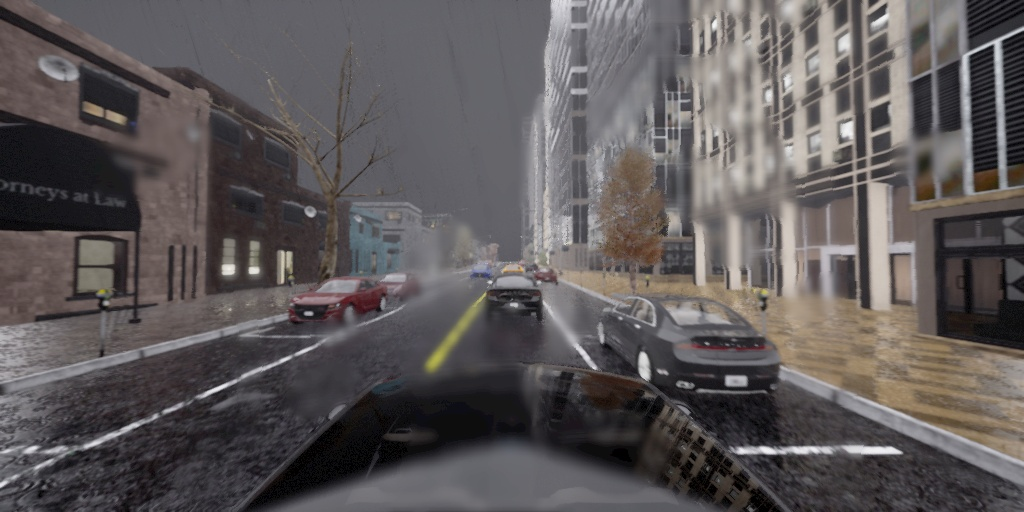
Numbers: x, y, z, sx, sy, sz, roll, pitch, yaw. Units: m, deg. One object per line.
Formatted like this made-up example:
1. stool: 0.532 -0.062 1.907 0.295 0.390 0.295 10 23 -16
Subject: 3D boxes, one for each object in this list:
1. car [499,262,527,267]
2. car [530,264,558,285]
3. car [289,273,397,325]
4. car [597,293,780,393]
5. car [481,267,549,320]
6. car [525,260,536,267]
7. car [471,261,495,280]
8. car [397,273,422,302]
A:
1. car: 0.122 1.540 31.988 1.882 1.535 5.008 0 -1 0
2. car: 2.714 1.579 29.237 1.888 1.381 4.507 0 0 0
3. car: -5.749 1.404 12.371 1.888 1.381 4.507 0 0 0
4. car: 2.798 1.352 6.663 2.007 1.370 4.403 0 0 0
5. car: 0.099 1.347 13.325 1.882 1.535 5.008 0 0 0
6. car: 3.047 1.809 55.197 1.837 1.490 4.892 0 -1 0
7. car: -3.066 1.587 36.598 1.882 1.535 5.008 0 -1 0
8. car: -5.710 1.499 18.015 1.802 1.307 4.207 0 0 0
